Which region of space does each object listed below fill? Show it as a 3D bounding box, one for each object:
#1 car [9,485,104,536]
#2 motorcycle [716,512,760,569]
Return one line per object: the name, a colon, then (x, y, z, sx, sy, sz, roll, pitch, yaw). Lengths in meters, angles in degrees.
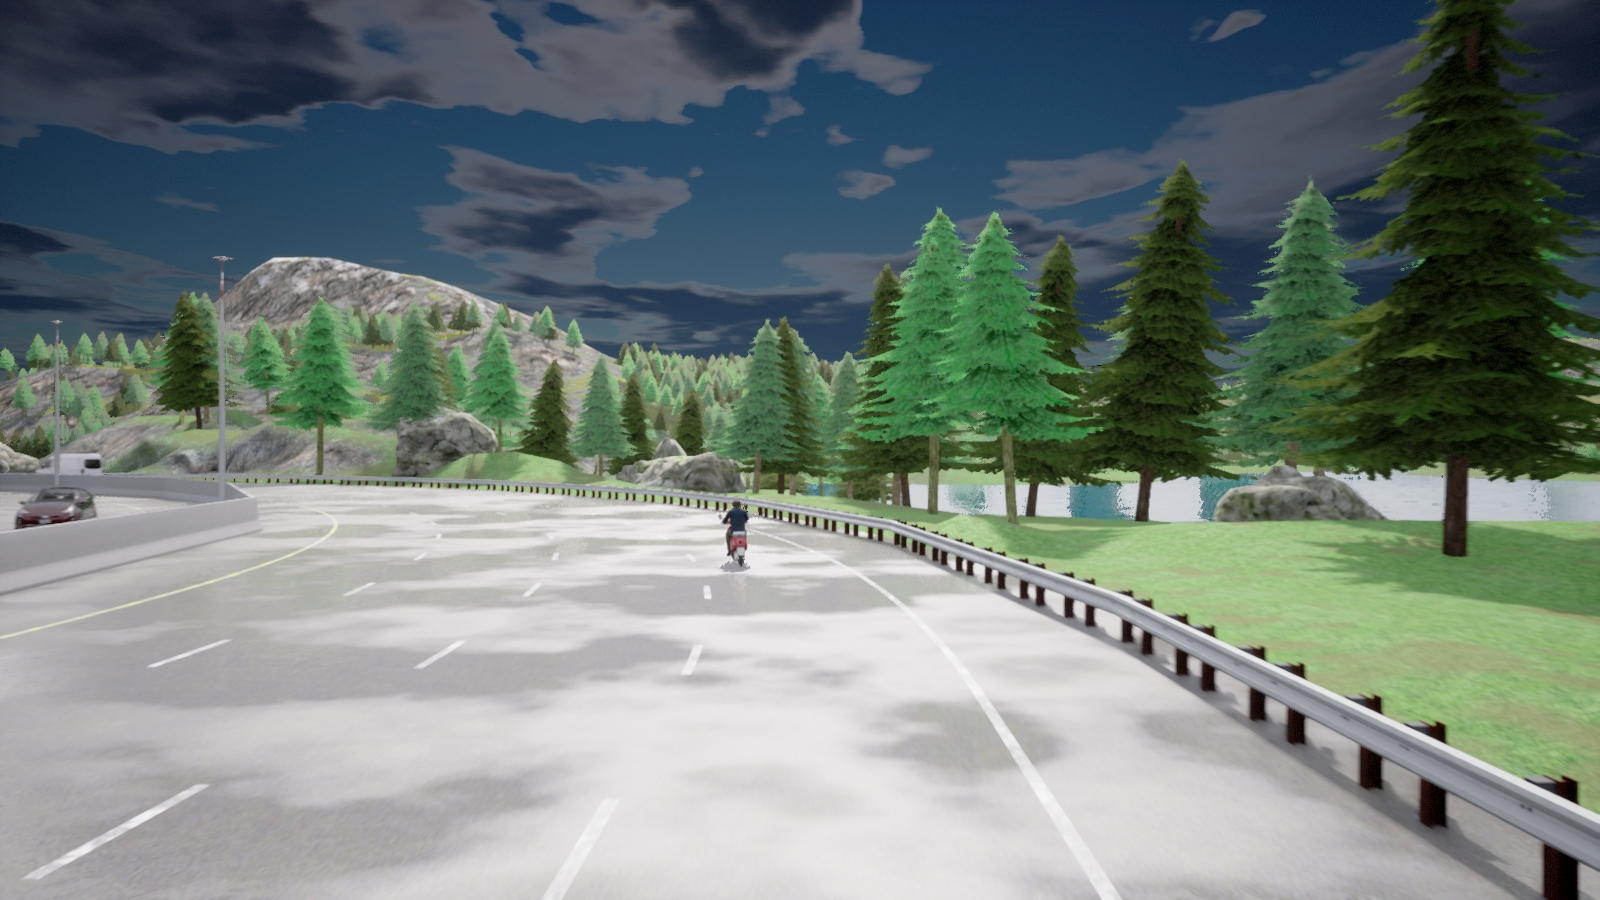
car: (-25.908, 2.069, 39.975, 2.007, 1.525, 4.514, 0, 0, -23)
motorcycle: (-1.538, 2.200, 28.203, 0.856, 1.236, 1.805, -2, 0, -9)
